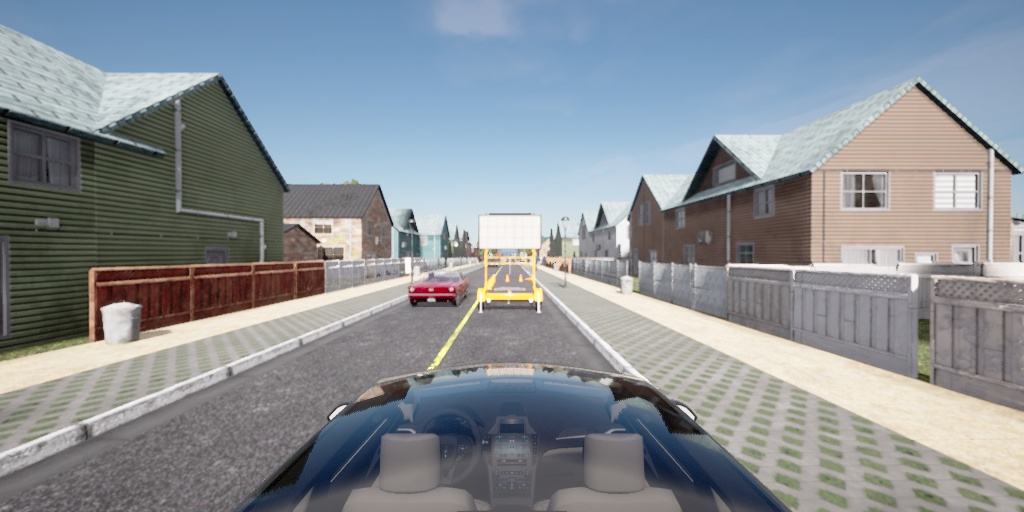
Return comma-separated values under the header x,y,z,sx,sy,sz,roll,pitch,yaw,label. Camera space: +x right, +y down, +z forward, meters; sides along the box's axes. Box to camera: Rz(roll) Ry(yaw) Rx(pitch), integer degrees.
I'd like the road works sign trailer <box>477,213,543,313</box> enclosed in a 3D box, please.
x,y,z,sx,sy,sz,roll,pitch,yaw,label
-0.075,0.159,13.728,2.380,3.560,2.880,0,0,0,road works sign trailer

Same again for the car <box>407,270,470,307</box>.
x,y,z,sx,sy,sz,roll,pitch,yaw,label
-2.940,1.290,15.220,1.895,1.301,4.718,0,0,0,car

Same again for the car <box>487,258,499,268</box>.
x,y,z,sx,sy,sz,roll,pitch,yaw,label
-3.205,1.152,58.904,1.837,1.490,4.892,0,0,0,car
